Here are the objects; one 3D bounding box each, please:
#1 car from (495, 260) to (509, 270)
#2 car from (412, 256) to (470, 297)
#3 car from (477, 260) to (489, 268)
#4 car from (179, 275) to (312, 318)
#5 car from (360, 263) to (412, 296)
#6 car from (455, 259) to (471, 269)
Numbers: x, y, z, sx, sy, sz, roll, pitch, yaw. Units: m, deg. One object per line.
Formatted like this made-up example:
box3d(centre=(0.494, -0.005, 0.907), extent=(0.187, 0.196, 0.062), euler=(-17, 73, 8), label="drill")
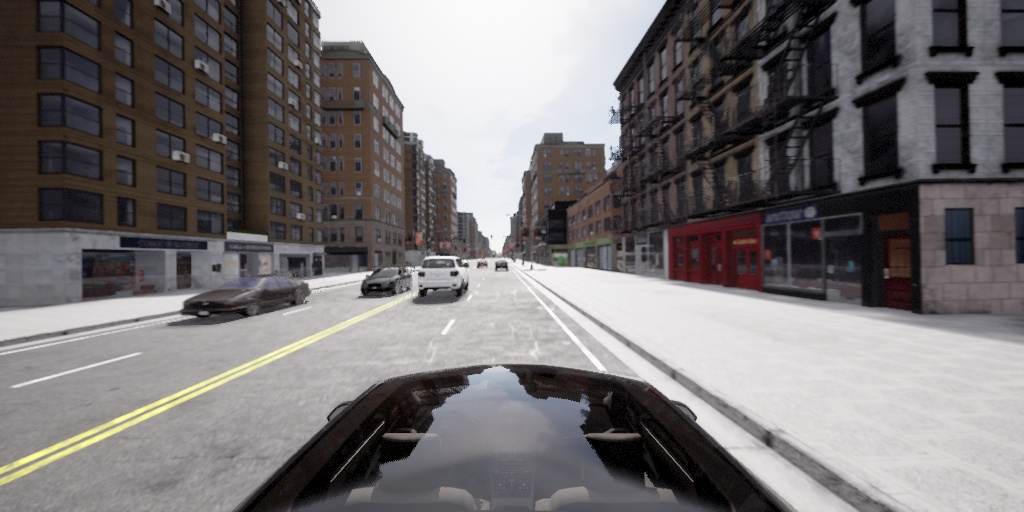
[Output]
box3d(centre=(-1.493, 1.280, 51.517), extent=(1.837, 1.490, 4.892), euler=(-1, -1, -2), label="car")
box3d(centre=(-3.688, 1.041, 19.978), extent=(2.150, 2.045, 5.566), euler=(-1, 0, -2), label="car")
box3d(centre=(-5.207, 1.374, 63.485), extent=(1.812, 1.442, 4.674), euler=(-1, 0, -1), label="car")
box3d(centre=(-10.198, 1.487, 14.415), extent=(2.033, 1.411, 5.357), euler=(-1, 0, -2), label="car")
box3d(centre=(-7.161, 1.388, 20.858), extent=(1.837, 1.490, 4.892), euler=(-1, 0, -2), label="car")
box3d(centre=(-8.501, 1.401, 62.734), extent=(2.128, 1.511, 4.902), euler=(-1, 0, -1), label="car")
